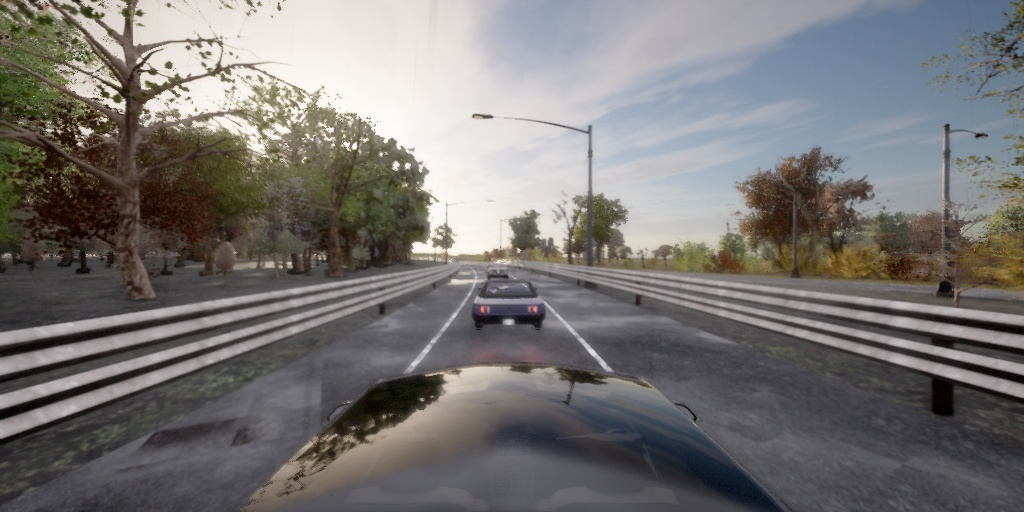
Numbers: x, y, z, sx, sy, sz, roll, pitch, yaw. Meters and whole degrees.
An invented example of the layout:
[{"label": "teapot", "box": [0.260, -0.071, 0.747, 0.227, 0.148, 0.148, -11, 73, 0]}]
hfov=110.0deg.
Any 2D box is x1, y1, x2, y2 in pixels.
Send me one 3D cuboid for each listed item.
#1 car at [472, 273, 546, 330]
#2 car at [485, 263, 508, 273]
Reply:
[{"label": "car", "box": [-0.127, 1.372, 11.207, 1.895, 1.301, 4.718, 0, 0, -1]}, {"label": "car", "box": [-1.331, 1.348, 31.641, 2.033, 1.411, 5.357, 0, 0, -5]}]
